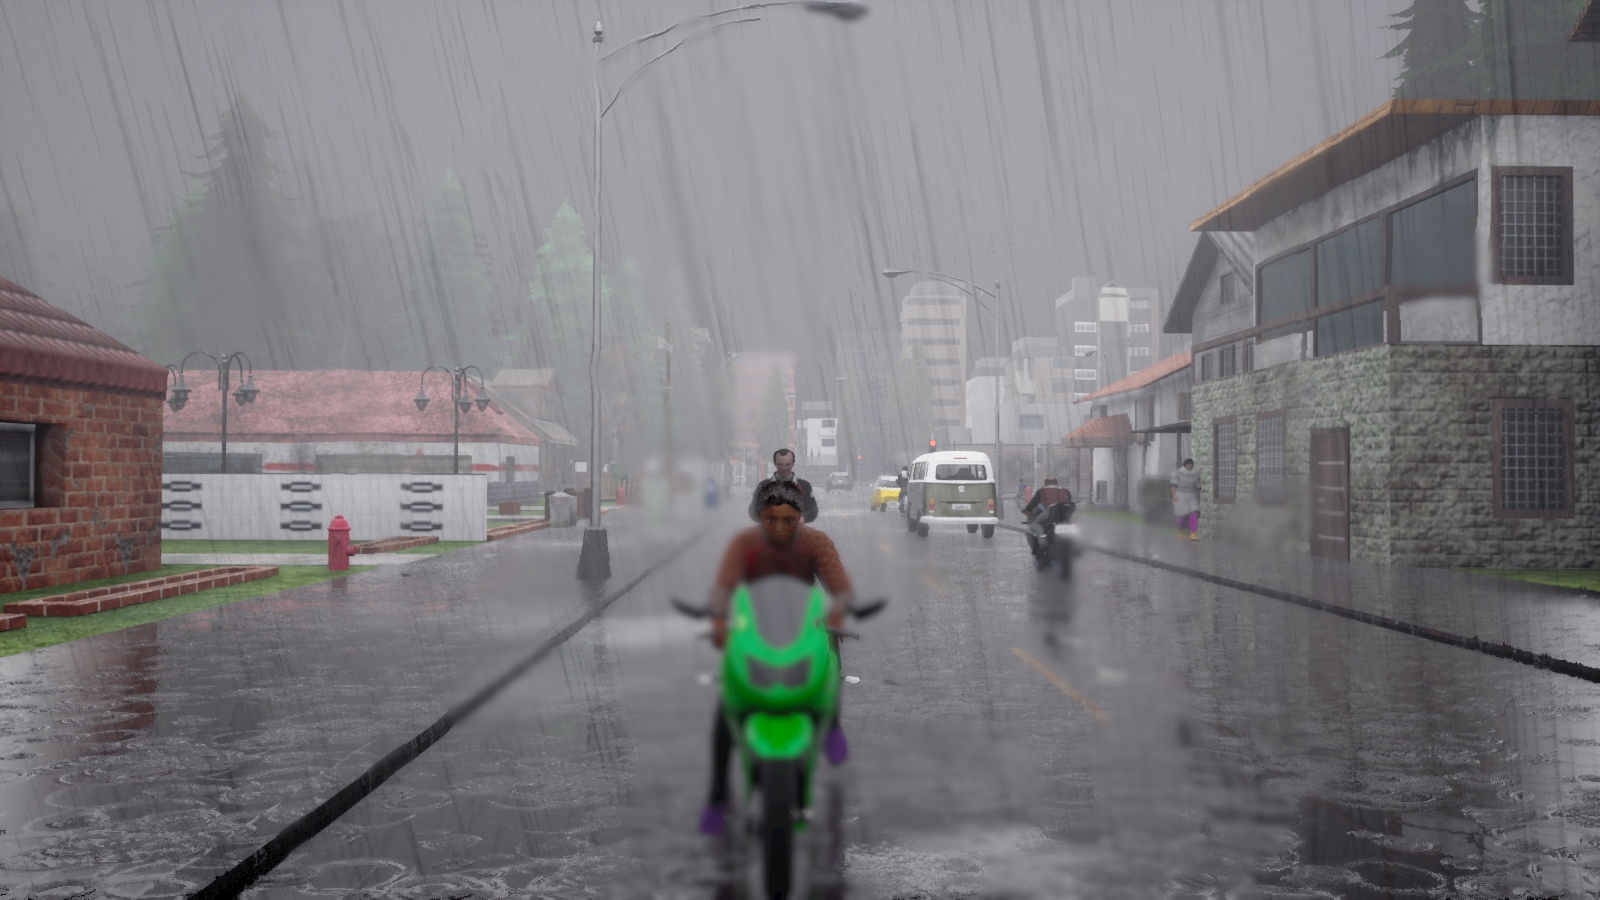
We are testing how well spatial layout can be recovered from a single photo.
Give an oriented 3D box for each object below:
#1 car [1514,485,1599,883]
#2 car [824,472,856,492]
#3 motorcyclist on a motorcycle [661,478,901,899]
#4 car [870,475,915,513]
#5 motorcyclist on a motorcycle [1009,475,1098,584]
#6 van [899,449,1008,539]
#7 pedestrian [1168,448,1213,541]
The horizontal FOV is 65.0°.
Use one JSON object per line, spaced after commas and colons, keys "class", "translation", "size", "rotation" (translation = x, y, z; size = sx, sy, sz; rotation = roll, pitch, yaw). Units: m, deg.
{"class": "car", "translation": [3.950, 0.851, 2.835], "size": [1.837, 1.490, 4.892], "rotation": [0, -1, -1]}
{"class": "car", "translation": [2.994, 2.397, 95.174], "size": [2.163, 1.488, 4.792], "rotation": [0, -1, -1]}
{"class": "motorcyclist on a motorcycle", "translation": [-0.075, 0.884, 5.210], "size": [0.797, 1.523, 2.044], "rotation": [0, -1, -1]}
{"class": "car", "translation": [3.493, 1.654, 47.662], "size": [1.481, 1.376, 2.207], "rotation": [0, -1, -1]}
{"class": "motorcyclist on a motorcycle", "translation": [3.784, 1.151, 18.910], "size": [0.866, 1.530, 2.191], "rotation": [0, -1, -1]}
{"class": "van", "translation": [3.661, 1.038, 30.706], "size": [2.069, 2.038, 4.480], "rotation": [0, -1, -1]}
{"class": "pedestrian", "translation": [8.325, 0.940, 26.793], "size": [0.659, 1.952, 0.873], "rotation": [0, -1, -1]}
